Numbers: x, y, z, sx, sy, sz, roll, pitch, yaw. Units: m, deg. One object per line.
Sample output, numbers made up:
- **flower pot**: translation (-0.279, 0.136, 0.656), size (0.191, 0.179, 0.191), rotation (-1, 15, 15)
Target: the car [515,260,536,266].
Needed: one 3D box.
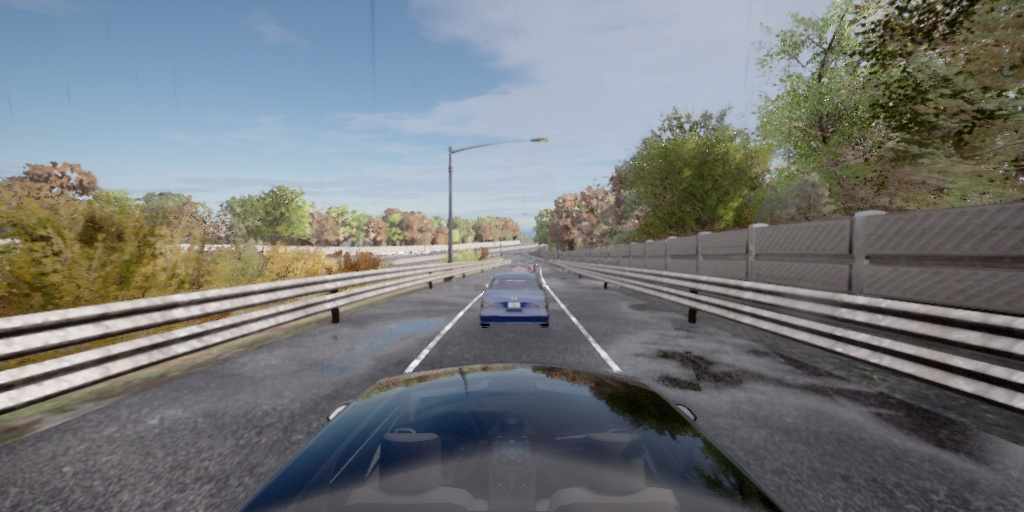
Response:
- **car**: translation (1.026, 1.281, 31.203), size (1.895, 1.301, 4.718), rotation (0, 0, 3)

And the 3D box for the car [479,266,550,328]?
- **car**: translation (0.111, 1.176, 10.857), size (2.033, 1.411, 5.357), rotation (0, 0, 1)
